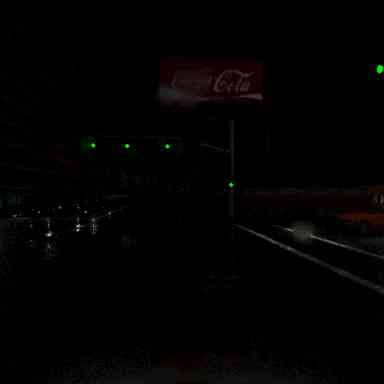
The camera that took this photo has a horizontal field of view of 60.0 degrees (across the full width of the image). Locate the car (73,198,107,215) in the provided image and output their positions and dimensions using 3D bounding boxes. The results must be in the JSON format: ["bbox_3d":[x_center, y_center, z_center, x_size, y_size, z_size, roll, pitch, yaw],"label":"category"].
[{"bbox_3d":[-10.432,1.599,34.245,1.895,1.301,4.718,0,0,-5],"label":"car"}]

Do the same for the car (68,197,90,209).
[{"bbox_3d":[-14.629,1.475,41.690,1.882,1.535,5.008,0,0,-5],"label":"car"}]

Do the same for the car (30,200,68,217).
[{"bbox_3d":[-13.721,1.524,31.730,1.812,1.442,4.674,0,0,-5],"label":"car"}]

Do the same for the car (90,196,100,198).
[{"bbox_3d":[-15.676,1.352,53.424,2.097,1.767,4.553,0,0,-5],"label":"car"}]

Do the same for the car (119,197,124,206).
[{"bbox_3d":[-12.248,1.522,54.398,1.812,1.442,4.674,0,0,-5],"label":"car"}]

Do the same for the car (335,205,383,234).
[{"bbox_3d":[10.651,1.476,18.669,5.008,1.535,1.882,0,0,-5],"label":"car"}]

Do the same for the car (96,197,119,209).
[{"bbox_3d":[-11.349,1.598,44.271,1.895,1.301,4.718,0,0,-5],"label":"car"}]
